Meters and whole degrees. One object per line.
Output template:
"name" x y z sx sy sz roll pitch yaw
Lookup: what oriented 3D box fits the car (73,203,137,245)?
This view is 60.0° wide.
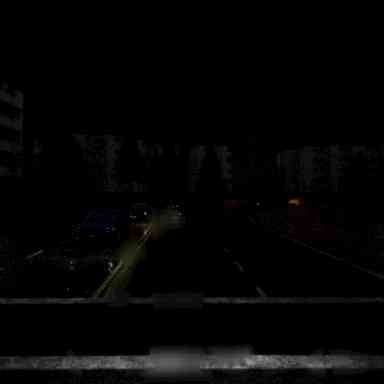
"car" -4.064 1.474 15.836 1.882 1.535 5.008 0 0 -1

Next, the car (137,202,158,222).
"car" -3.885 1.516 26.074 1.812 1.442 4.674 0 0 5

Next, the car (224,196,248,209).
"car" 6.195 1.313 45.251 2.097 1.767 4.553 0 0 34

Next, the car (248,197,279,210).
"car" 9.344 1.521 43.118 1.994 1.385 4.181 0 0 33

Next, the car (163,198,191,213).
"car" -1.616 1.484 36.782 1.837 1.490 4.892 0 0 19

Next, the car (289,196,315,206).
"car" 17.407 1.416 52.438 5.008 1.535 1.882 0 0 -37

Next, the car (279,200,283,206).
"car" 12.629 1.472 52.928 4.674 1.442 1.812 0 0 -40
